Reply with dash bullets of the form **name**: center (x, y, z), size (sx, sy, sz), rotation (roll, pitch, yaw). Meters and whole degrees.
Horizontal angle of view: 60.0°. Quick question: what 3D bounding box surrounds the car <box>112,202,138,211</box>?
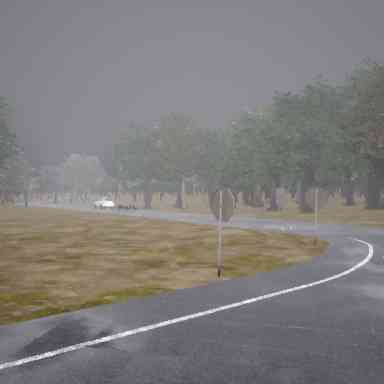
- **car**: center (-10.232, 2.237, 51.794), size (1.895, 1.301, 4.718), rotation (2, -2, -34)

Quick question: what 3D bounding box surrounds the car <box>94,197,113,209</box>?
- **car**: center (-15.941, 2.022, 60.095), size (2.150, 2.045, 5.566), rotation (2, -2, -34)
